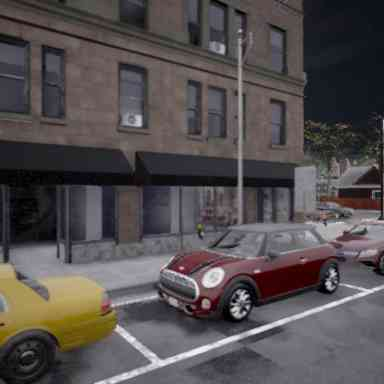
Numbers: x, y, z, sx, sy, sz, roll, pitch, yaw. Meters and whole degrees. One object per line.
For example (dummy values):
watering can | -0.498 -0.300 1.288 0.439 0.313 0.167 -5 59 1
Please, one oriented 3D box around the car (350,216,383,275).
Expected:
car | 5.790 1.577 10.316 4.206 1.307 1.802 0 0 -35

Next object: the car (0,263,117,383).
car | -3.335 1.526 3.809 4.829 1.417 1.752 0 0 -35

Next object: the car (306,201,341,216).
car | 9.588 1.648 27.447 1.994 1.385 4.181 0 0 -35

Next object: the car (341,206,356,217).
car | 12.009 1.589 29.650 1.837 1.490 4.892 0 0 -35

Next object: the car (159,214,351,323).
car | 1.297 1.438 7.112 4.097 1.590 1.967 0 0 -35
